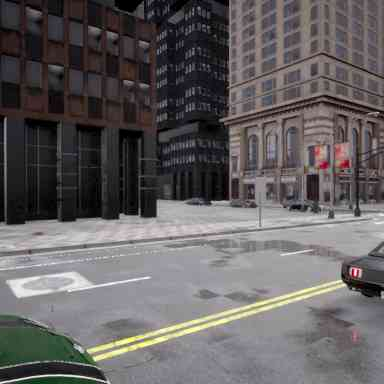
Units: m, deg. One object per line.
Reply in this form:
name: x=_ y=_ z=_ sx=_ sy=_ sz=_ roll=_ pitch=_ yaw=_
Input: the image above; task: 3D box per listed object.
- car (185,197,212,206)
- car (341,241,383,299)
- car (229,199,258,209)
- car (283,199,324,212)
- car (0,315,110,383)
car: x=1.009 y=1.597 z=54.836 sx=2.033 sy=1.411 sz=5.357 roll=0 pitch=0 yaw=-36
car: x=5.383 y=1.600 z=7.284 sx=4.718 sy=1.301 sz=1.895 roll=0 pitch=0 yaw=-35
car: x=7.075 y=1.600 z=46.244 sx=1.994 sy=1.385 sz=4.181 roll=0 pitch=0 yaw=-36
car: x=12.744 y=1.517 z=38.244 sx=2.128 sy=1.511 sz=4.902 roll=0 pitch=0 yaw=-35
car: x=-2.605 y=1.352 z=1.579 sx=4.553 sy=1.767 sz=2.097 roll=0 pitch=0 yaw=-36
